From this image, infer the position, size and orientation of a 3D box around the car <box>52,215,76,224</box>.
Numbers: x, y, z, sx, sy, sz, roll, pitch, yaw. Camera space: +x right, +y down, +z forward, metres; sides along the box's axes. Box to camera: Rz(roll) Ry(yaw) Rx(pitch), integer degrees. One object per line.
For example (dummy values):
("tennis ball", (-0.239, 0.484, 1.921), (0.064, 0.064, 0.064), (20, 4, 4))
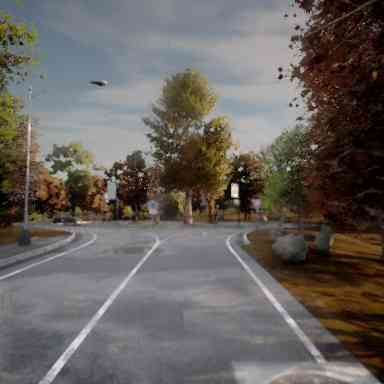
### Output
("car", (-19.375, 4.197, 50.444), (1.994, 1.385, 4.181), (-1, -4, 9))

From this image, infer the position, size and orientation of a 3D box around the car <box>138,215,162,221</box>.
("car", (-8.331, 5.030, 64.329), (4.718, 1.301, 1.895), (2, -4, -16))
